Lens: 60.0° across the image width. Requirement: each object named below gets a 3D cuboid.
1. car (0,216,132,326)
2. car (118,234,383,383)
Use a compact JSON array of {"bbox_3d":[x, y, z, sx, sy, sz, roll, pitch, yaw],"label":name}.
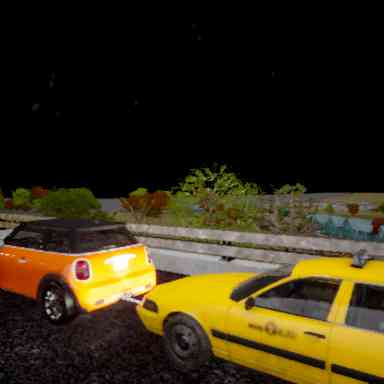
[{"bbox_3d":[-3.026,1.351,7.325,4.553,1.767,2.097,0,0,36],"label":"car"},{"bbox_3d":[1.676,1.457,3.963,5.366,1.575,1.801,0,0,36],"label":"car"}]
